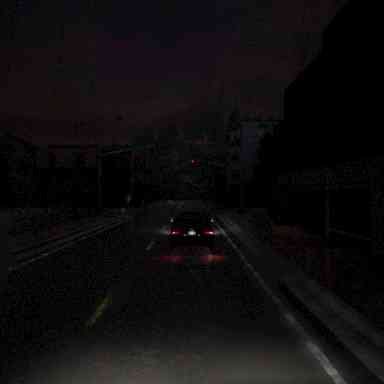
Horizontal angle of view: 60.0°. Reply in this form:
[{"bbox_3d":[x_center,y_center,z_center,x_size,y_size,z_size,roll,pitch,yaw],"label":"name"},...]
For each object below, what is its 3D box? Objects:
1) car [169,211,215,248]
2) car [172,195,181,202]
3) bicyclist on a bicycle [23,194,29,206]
[{"bbox_3d":[0.000,1.562,14.650,2.033,1.411,5.357,0,0,0],"label":"car"},{"bbox_3d":[-3.500,1.443,76.536,1.837,1.490,4.892,0,0,0],"label":"car"},{"bbox_3d":[-22.330,1.122,44.685,0.582,1.620,1.656,0,0,0],"label":"bicyclist on a bicycle"}]
